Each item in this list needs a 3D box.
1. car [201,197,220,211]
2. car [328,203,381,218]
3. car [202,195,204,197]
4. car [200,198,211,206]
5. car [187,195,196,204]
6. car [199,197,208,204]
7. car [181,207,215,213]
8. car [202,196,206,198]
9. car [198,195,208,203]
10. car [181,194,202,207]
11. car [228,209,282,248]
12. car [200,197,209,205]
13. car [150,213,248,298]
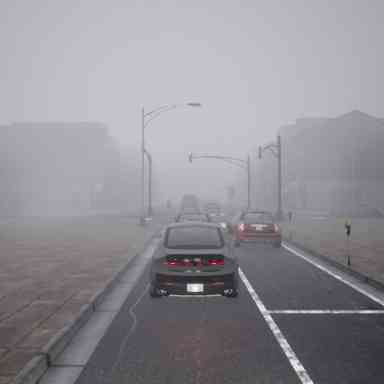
[{"bbox_3d":[2.569,1.673,41.698,1.947,1.339,4.313,1,0,0],"label":"car"},{"bbox_3d":[14.502,1.631,29.804,4.181,1.385,1.994,0,-2,0],"label":"car"},{"bbox_3d":[2.547,1.703,52.742,1.752,1.417,4.829,1,0,0],"label":"car"},{"bbox_3d":[2.523,1.830,63.447,1.947,1.339,4.313,1,-1,0],"label":"car"},{"bbox_3d":[-0.162,1.632,78.489,2.150,2.045,5.566,0,-1,0],"label":"car"},{"bbox_3d":[2.501,1.892,74.492,1.752,1.417,4.829,1,-1,0],"label":"car"},{"bbox_3d":[0.060,1.619,16.032,1.895,1.301,4.718,0,0,0],"label":"car"},{"bbox_3d":[2.557,1.705,47.135,1.947,1.339,4.313,1,0,0],"label":"car"},{"bbox_3d":[2.494,1.735,79.763,2.192,1.841,5.009,1,-1,0],"label":"car"},{"bbox_3d":[-0.197,1.337,43.309,2.150,2.045,5.566,0,0,3],"label":"car"},{"bbox_3d":[2.630,1.457,14.952,1.967,1.590,4.097,2,0,0],"label":"car"},{"bbox_3d":[2.512,1.840,69.054,1.752,1.417,4.829,1,-1,0],"label":"car"},{"bbox_3d":[0.022,1.512,8.530,1.837,1.490,4.892,0,0,-1],"label":"car"}]
